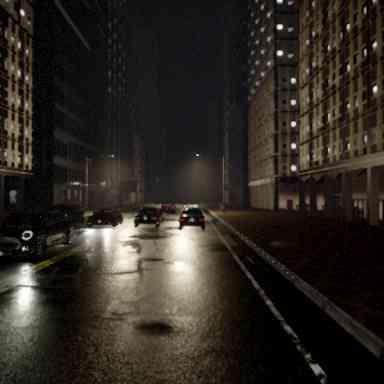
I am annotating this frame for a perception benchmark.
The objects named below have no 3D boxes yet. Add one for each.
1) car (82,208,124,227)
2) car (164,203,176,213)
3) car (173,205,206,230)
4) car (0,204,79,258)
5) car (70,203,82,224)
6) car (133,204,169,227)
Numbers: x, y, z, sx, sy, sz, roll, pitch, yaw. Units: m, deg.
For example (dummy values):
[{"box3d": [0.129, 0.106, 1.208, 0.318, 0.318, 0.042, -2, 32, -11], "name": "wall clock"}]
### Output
[{"box3d": [-6.517, 1.908, 25.406, 1.994, 1.385, 4.181, 0, -1, 0], "name": "car"}, {"box3d": [-3.171, 2.188, 44.282, 1.994, 1.385, 4.181, 0, -1, 0], "name": "car"}, {"box3d": [0.010, 1.869, 23.793, 2.033, 1.411, 5.357, 0, -1, 0], "name": "car"}, {"box3d": [-6.537, 1.530, 13.522, 2.097, 1.767, 4.553, 0, -1, 0], "name": "car"}, {"box3d": [-9.763, 1.694, 25.299, 2.097, 1.767, 4.553, 0, -1, 0], "name": "car"}, {"box3d": [-3.220, 1.893, 25.520, 2.033, 1.411, 5.357, 0, -1, 1], "name": "car"}]
